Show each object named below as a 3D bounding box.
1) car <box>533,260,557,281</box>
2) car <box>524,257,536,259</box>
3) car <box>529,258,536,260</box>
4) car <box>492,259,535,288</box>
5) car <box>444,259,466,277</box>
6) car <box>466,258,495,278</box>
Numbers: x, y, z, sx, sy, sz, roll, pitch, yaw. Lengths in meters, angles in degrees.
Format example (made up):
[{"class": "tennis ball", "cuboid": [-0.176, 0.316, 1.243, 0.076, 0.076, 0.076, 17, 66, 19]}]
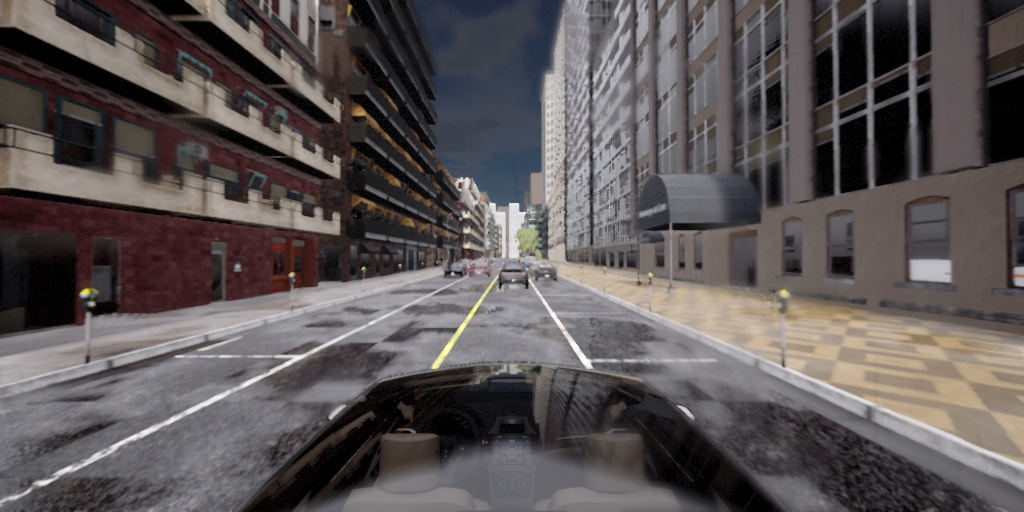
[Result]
[{"class": "car", "cuboid": [2.569, 1.216, 28.501, 2.007, 1.370, 4.403, 0, 0, 0]}, {"class": "car", "cuboid": [2.571, 1.163, 45.458, 2.007, 1.370, 4.403, 0, 0, 0]}, {"class": "car", "cuboid": [2.570, 1.173, 34.324, 1.751, 1.417, 4.829, 0, 0, 0]}, {"class": "car", "cuboid": [0.095, 1.176, 22.757, 2.128, 1.511, 4.902, 0, 0, 0]}, {"class": "car", "cuboid": [-5.311, 1.213, 34.336, 1.948, 1.339, 4.313, 0, 0, 0]}, {"class": "car", "cuboid": [-2.851, 1.177, 33.261, 1.812, 1.442, 4.674, 0, 0, 0]}]
